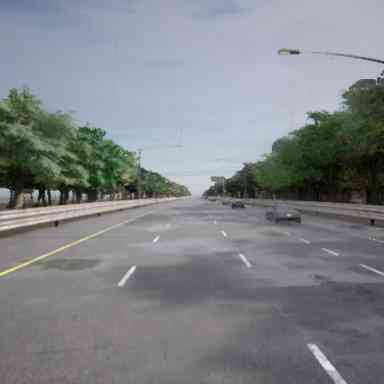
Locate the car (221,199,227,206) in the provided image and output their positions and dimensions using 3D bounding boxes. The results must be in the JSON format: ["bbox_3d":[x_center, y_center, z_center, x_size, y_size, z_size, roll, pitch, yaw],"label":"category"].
[{"bbox_3d":[7.301,2.155,71.044,2.033,1.411,5.357,0,-1,0],"label":"car"}]

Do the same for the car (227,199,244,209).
[{"bbox_3d":[7.174,1.898,53.362,1.837,1.490,4.892,0,-1,0],"label":"car"}]

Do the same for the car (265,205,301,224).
[{"bbox_3d":[7.048,1.669,26.127,1.994,1.385,4.181,0,0,0],"label":"car"}]
